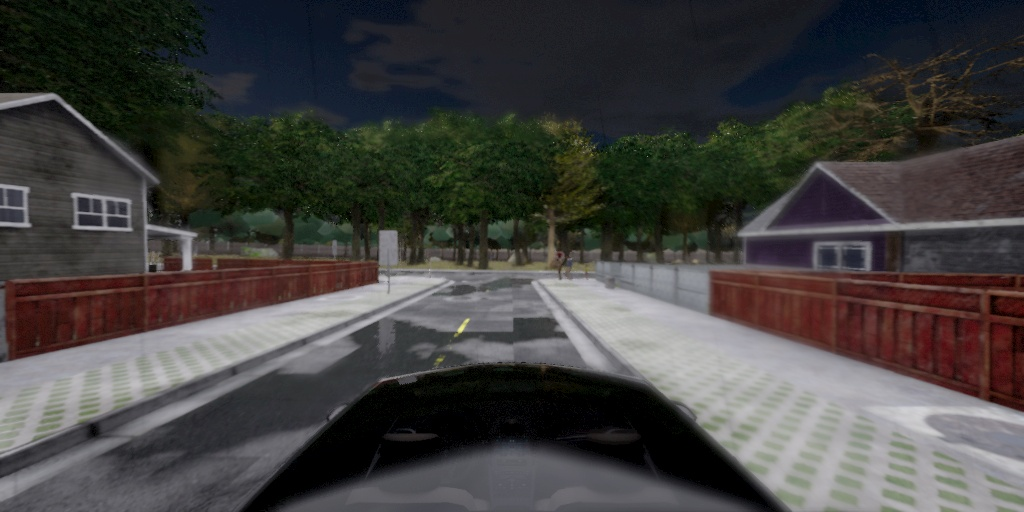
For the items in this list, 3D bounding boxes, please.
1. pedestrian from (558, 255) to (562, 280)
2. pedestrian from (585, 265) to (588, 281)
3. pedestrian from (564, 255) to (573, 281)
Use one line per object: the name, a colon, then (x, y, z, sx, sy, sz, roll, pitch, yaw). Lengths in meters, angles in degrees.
pedestrian: (3.512, 0.833, 26.544, 0.375, 1.860, 0.375, -1, 2, 0)
pedestrian: (5.474, 1.203, 25.954, 0.500, 1.100, 0.500, -1, 2, 0)
pedestrian: (4.018, 0.825, 25.344, 0.375, 1.860, 0.375, -1, 2, 0)
